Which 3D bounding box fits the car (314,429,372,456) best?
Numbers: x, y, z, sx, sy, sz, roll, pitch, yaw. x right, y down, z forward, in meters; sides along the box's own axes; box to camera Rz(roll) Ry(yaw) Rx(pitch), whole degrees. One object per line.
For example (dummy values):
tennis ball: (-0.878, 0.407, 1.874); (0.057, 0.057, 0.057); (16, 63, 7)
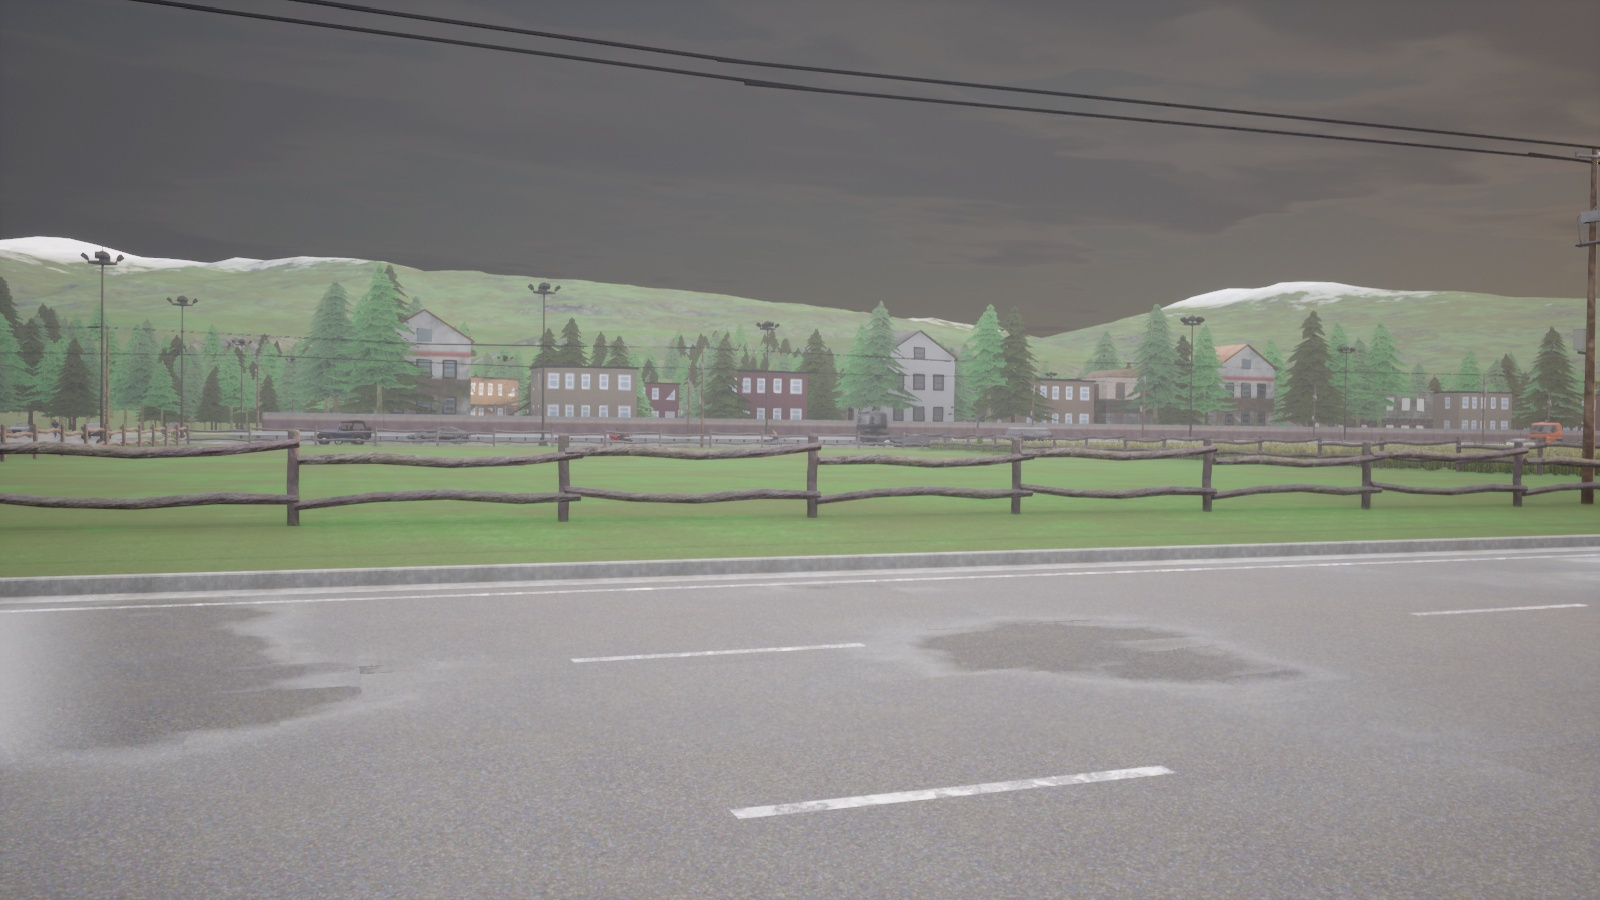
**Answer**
car: (-32.947, -0.524, 90.599); (3.866, 1.878, 1.905); (-1, 1, -21)
